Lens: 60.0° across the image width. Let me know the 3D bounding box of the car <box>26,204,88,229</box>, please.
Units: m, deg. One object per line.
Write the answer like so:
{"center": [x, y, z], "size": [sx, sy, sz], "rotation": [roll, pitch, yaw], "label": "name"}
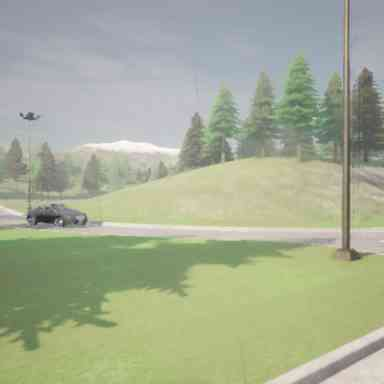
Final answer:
{"center": [-9.052, 1.534, 22.243], "size": [4.902, 1.511, 2.128], "rotation": [0, 0, 32], "label": "car"}
